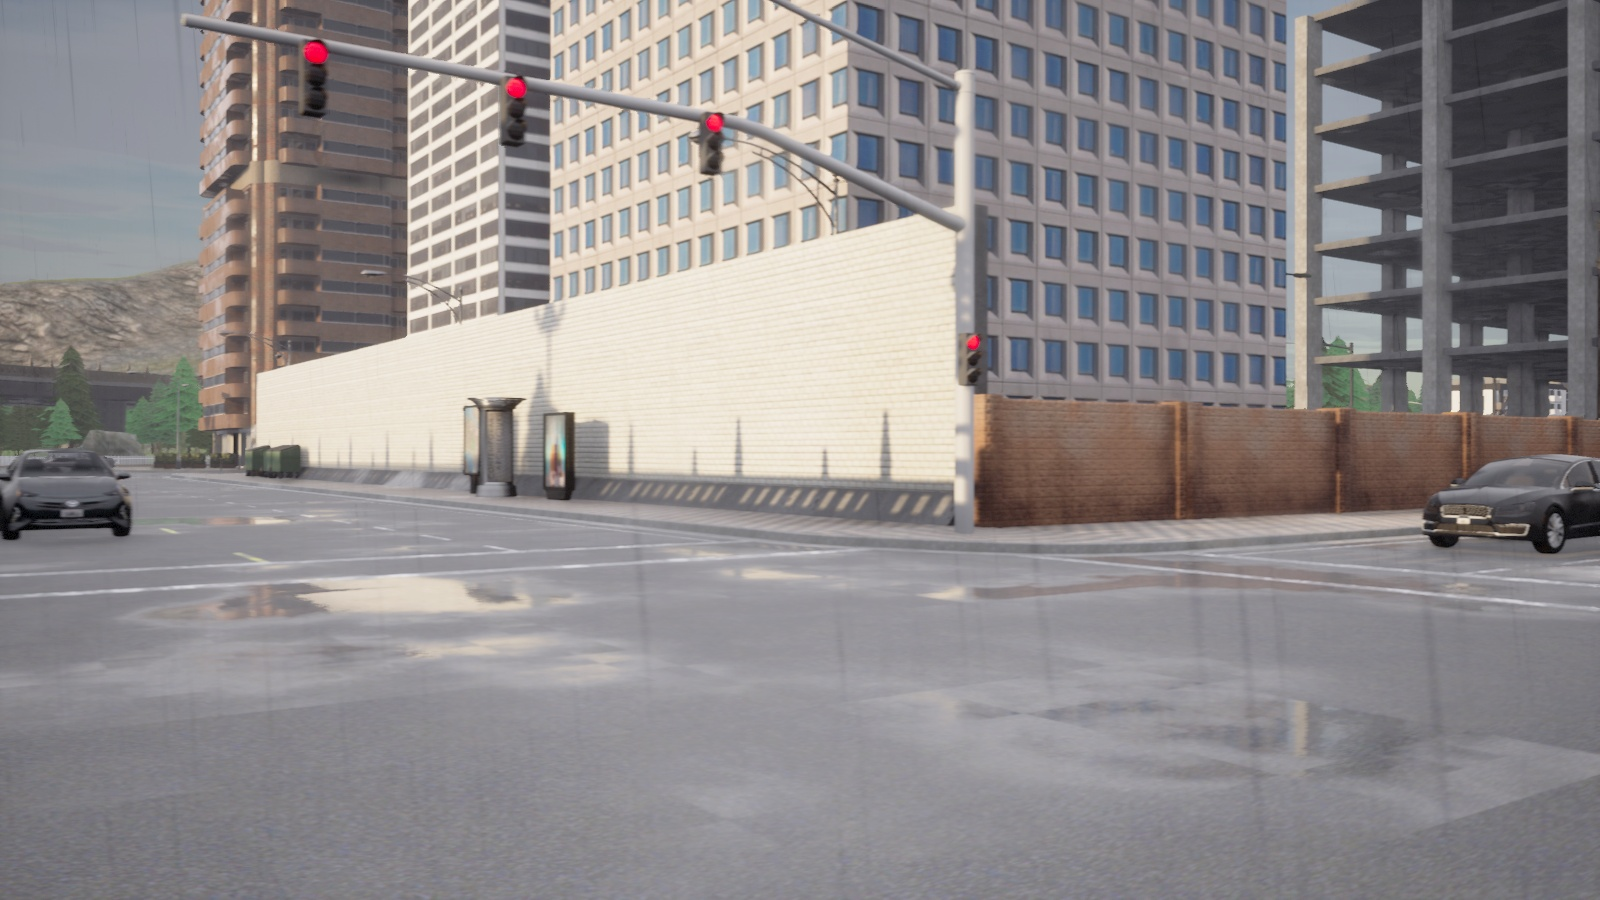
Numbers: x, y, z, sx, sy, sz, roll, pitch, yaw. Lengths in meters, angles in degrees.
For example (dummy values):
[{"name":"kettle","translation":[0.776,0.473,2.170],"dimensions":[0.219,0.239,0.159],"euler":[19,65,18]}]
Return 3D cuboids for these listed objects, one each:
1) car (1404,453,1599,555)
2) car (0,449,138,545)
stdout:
[{"name":"car","translation":[12.143,0.797,20.642],"dimensions":[4.892,1.490,1.837],"euler":[0,0,-35]},{"name":"car","translation":[-13.281,0.762,22.481],"dimensions":[2.007,1.525,4.514],"euler":[0,0,-35]}]
